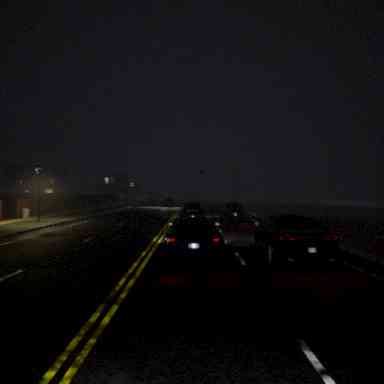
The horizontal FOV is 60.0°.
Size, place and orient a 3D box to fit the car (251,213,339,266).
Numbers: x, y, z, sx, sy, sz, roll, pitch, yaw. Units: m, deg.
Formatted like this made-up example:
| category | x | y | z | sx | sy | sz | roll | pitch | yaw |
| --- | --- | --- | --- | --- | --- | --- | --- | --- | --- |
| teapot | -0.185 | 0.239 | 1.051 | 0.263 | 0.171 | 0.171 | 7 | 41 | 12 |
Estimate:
| category | x | y | z | sx | sy | sz | roll | pitch | yaw |
| --- | --- | --- | --- | --- | --- | --- | --- | --- | --- |
| car | 3.317 | 1.475 | 11.571 | 1.882 | 1.535 | 5.008 | 0 | -1 | 1 |

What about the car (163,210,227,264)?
| category | x | y | z | sx | sy | sz | roll | pitch | yaw |
| --- | --- | --- | --- | --- | --- | --- | --- | --- | --- |
| car | 0.069 | 1.560 | 11.829 | 1.994 | 1.385 | 4.181 | 0 | 0 | 0 |

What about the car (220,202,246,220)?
| category | x | y | z | sx | sy | sz | roll | pitch | yaw |
| --- | --- | --- | --- | --- | --- | --- | --- | --- | --- |
| car | 3.326 | 1.524 | 27.648 | 1.812 | 1.442 | 4.674 | 0 | 0 | 0 |

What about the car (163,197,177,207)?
| category | x | y | z | sx | sy | sz | roll | pitch | yaw |
| --- | --- | --- | --- | --- | --- | --- | --- | --- | --- |
| car | -3.313 | 1.519 | 50.365 | 1.837 | 1.490 | 4.892 | 0 | -1 | 0 |

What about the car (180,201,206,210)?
| category | x | y | z | sx | sy | sz | roll | pitch | yaw |
| --- | --- | --- | --- | --- | --- | --- | --- | --- | --- |
| car | 0.071 | 1.505 | 26.800 | 1.837 | 1.490 | 4.892 | 0 | 0 | 0 |

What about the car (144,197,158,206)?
| category | x | y | z | sx | sy | sz | roll | pitch | yaw |
| --- | --- | --- | --- | --- | --- | --- | --- | --- | --- |
| car | -6.535 | 1.563 | 53.856 | 2.033 | 1.411 | 5.357 | 0 | 0 | 1 |
